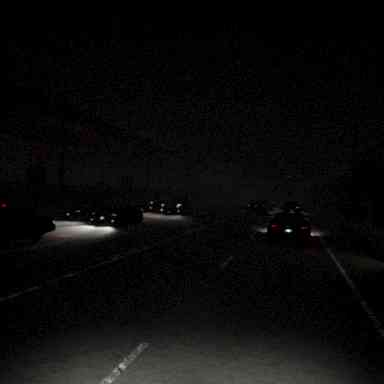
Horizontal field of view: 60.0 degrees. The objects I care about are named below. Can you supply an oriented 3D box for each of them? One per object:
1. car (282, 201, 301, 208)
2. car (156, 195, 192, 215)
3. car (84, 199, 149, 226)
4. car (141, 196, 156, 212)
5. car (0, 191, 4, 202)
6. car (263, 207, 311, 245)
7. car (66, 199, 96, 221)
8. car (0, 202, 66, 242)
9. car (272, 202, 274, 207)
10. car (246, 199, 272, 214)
[{"bbox_3d":[11.789,1.892,39.564,1.837,1.490,4.892,2,0,17],"label":"car"},{"bbox_3d":[-1.459,1.280,32.709,2.097,1.767,4.553,2,0,15],"label":"car"},{"bbox_3d":[-4.785,1.379,21.728,1.994,1.385,4.181,2,0,17],"label":"car"},{"bbox_3d":[-4.267,1.175,35.406,2.097,1.767,4.553,2,0,17],"label":"car"},{"bbox_3d":[-10.694,0.833,14.252,2.150,2.045,5.566,2,0,17],"label":"car"},{"bbox_3d":[4.903,1.724,16.813,1.994,1.385,4.181,2,0,17],"label":"car"},{"bbox_3d":[-7.608,1.239,24.474,1.812,1.442,4.674,2,0,17],"label":"car"},{"bbox_3d":[-7.538,1.272,12.628,2.033,1.411,5.357,2,0,17],"label":"car"},{"bbox_3d":[10.831,1.911,48.733,1.994,1.385,4.181,2,0,17],"label":"car"},{"bbox_3d":[7.392,1.585,37.255,2.097,1.767,4.553,2,0,17],"label":"car"}]
